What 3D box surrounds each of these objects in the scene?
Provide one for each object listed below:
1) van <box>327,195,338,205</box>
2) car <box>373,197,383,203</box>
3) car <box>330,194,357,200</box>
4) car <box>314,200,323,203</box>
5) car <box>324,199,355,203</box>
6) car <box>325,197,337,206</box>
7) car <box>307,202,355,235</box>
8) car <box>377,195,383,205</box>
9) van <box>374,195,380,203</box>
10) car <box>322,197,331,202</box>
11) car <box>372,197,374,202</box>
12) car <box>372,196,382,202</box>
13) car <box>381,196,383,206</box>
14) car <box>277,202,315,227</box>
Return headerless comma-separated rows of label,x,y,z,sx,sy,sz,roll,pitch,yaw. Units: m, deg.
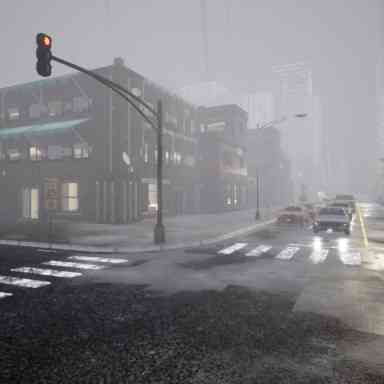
van,26.684,1.408,62.892,1.690,1.788,3.998,0,0,26
car,41.507,1.684,74.083,1.802,1.307,4.206,0,0,26
car,17.126,1.247,37.298,2.150,2.045,5.566,0,0,26
car,9.651,1.580,28.167,1.947,1.339,4.313,0,0,26
car,12.395,1.541,27.807,1.812,1.442,4.674,0,0,26
car,24.175,1.581,57.778,1.752,1.417,4.829,0,0,26
car,8.215,1.555,19.338,2.033,1.411,5.357,0,0,26
car,31.774,1.639,54.240,1.802,1.307,4.206,0,0,26
van,36.641,1.419,64.163,1.690,1.788,3.998,0,0,26
car,14.443,1.550,37.936,1.752,1.417,4.829,0,0,26
car,39.149,1.615,69.275,1.752,1.417,4.829,0,0,26
car,43.941,1.680,79.045,1.947,1.339,4.313,0,0,26
car,26.908,1.590,44.320,2.008,1.369,4.403,0,0,26
car,7.141,1.554,23.248,1.887,1.381,4.507,0,0,26
